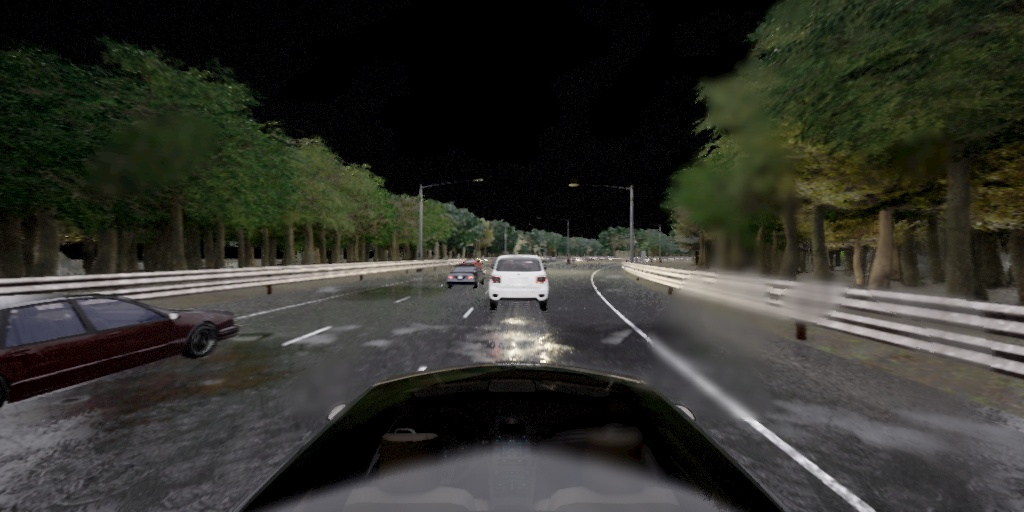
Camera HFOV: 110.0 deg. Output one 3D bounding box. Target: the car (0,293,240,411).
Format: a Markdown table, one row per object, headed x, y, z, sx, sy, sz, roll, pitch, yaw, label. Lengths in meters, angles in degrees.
| x | y | z | sx | sy | sz | roll | pitch | yaw | label |
| --- | --- | --- | --- | --- | --- | --- | --- | --- | --- |
| -6.900 | 1.270 | 5.315 | 2.033 | 1.411 | 5.357 | 0 | 0 | 1 | car |

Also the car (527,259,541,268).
| x | y | z | sx | sy | sz | roll | pitch | yaw | label |
| --- | --- | --- | --- | --- | --- | --- | --- | --- | --- |
| 3.814 | 1.186 | 61.542 | 2.033 | 1.411 | 5.357 | 0 | 0 | 7 | car |

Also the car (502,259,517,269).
| x | y | z | sx | sy | sz | roll | pitch | yaw | label |
| --- | --- | --- | --- | --- | --- | --- | --- | --- | --- |
| -0.363 | 1.175 | 55.686 | 1.812 | 1.442 | 4.674 | 0 | 0 | 7 | car |

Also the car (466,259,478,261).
| x | y | z | sx | sy | sz | roll | pitch | yaw | label |
| --- | --- | --- | --- | --- | --- | --- | --- | --- | --- |
| -4.969 | 1.140 | 45.192 | 1.882 | 1.535 | 5.008 | 0 | 0 | 5 | car |

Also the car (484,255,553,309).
| x | y | z | sx | sy | sz | roll | pitch | yaw | label |
| --- | --- | --- | --- | --- | --- | --- | --- | --- | --- |
| 0.286 | 0.971 | 14.995 | 2.150 | 2.045 | 5.566 | 0 | 0 | 1 | car |

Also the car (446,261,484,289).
| x | y | z | sx | sy | sz | roll | pitch | yaw | label |
| --- | --- | --- | --- | --- | --- | --- | --- | --- | --- |
| -2.869 | 1.278 | 23.160 | 2.033 | 1.411 | 5.357 | 0 | 0 | 3 | car |
